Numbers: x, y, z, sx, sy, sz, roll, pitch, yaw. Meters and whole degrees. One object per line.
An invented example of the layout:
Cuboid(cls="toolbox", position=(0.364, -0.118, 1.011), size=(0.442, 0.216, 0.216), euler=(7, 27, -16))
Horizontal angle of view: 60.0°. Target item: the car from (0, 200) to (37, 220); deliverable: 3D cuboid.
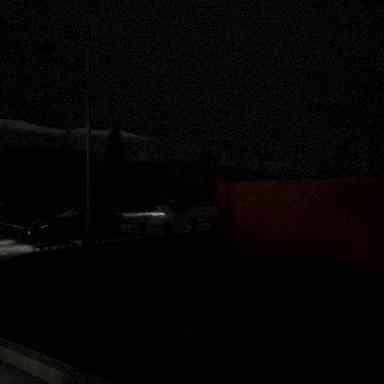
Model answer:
Cuboid(cls="car", position=(-12.748, 1.342, 23.075), size=(2.128, 1.511, 4.902), euler=(0, 0, 44))

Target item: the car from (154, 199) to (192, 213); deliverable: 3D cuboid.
Cuboid(cls="car", position=(-1.906, 1.419, 34.463), size=(1.994, 1.385, 4.181), euler=(0, 0, 44))

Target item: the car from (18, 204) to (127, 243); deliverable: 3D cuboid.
Cuboid(cls="car", position=(-5.264, 1.439, 15.712), size=(1.812, 1.442, 4.674), euler=(0, 0, 44))
